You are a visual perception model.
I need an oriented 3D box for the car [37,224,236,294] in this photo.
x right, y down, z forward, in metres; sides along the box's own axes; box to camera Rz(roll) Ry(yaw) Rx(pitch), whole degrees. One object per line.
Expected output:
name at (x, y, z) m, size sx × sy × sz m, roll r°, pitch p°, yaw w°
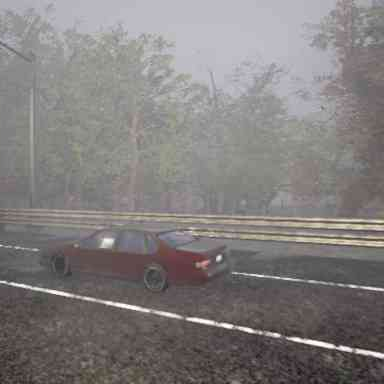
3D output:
car at (-1.596, 1.566, 8.749) m, size 5.357 × 1.411 × 2.033 m, roll 0°, pitch 0°, yaw 28°
